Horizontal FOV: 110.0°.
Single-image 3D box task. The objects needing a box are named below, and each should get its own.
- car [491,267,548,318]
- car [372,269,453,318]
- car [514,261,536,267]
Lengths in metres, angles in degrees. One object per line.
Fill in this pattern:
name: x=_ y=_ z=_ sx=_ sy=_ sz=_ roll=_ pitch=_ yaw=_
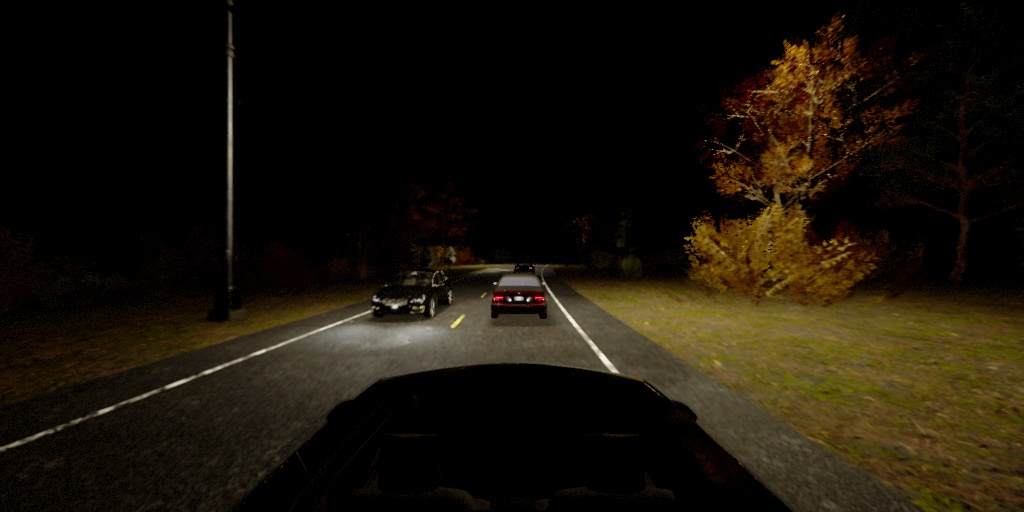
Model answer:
car: x=0.266 y=1.297 z=13.017 sx=2.033 sy=1.411 sz=5.357 roll=0 pitch=0 yaw=1
car: x=-3.412 y=1.250 z=13.084 sx=1.837 sy=1.490 sz=4.892 roll=0 pitch=0 yaw=2
car: x=1.184 y=1.237 z=33.095 sx=2.128 sy=1.511 sz=4.902 roll=0 pitch=0 yaw=4
